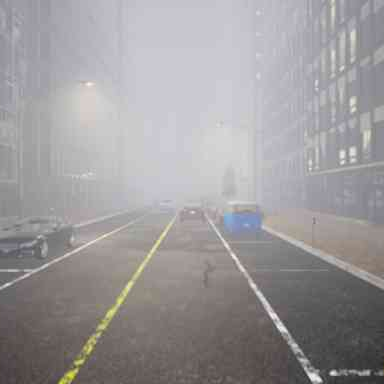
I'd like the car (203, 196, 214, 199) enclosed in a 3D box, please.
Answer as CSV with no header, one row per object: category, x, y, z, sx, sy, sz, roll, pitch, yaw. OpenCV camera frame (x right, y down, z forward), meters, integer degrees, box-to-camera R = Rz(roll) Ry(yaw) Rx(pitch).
car,2.614,1.650,46.598,2.008,1.369,4.403,0,0,0

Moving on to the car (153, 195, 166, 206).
car,-5.785,1.693,57.981,1.802,1.307,4.206,0,0,0

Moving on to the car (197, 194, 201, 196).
car,2.586,1.430,63.691,2.192,1.841,5.009,0,0,0

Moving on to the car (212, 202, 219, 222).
car,2.651,1.639,23.809,1.802,1.307,4.206,0,0,0

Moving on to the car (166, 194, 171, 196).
car,-5.813,1.703,75.071,1.802,1.307,4.206,0,0,0

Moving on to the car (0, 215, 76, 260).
car,-5.711,1.583,12.401,2.008,1.369,4.403,0,0,0

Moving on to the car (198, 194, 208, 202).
car,2.558,1.440,80.783,2.192,1.841,5.009,0,0,0

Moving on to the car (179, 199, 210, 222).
car,0.057,1.566,26.900,2.163,1.488,4.792,0,0,0

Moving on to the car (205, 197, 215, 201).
car,2.631,1.605,35.373,1.752,1.417,4.829,0,0,0

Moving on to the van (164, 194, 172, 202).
van,-5.822,1.466,80.770,1.690,1.788,3.998,0,0,0

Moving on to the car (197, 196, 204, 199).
car,0.030,1.596,42.762,2.163,1.488,4.792,0,0,0

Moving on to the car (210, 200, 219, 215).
car,2.641,1.650,29.506,1.802,1.307,4.206,0,0,0

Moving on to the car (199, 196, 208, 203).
car,2.567,1.647,75.254,1.752,1.417,4.829,0,0,0

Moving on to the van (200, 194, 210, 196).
van,2.604,1.448,52.296,1.690,1.788,3.998,0,0,0

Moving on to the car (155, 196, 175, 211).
car,-3.159,1.617,41.992,1.812,1.442,4.674,0,0,0

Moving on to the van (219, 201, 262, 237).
van,2.660,1.387,18.111,1.690,1.788,3.998,0,0,0
